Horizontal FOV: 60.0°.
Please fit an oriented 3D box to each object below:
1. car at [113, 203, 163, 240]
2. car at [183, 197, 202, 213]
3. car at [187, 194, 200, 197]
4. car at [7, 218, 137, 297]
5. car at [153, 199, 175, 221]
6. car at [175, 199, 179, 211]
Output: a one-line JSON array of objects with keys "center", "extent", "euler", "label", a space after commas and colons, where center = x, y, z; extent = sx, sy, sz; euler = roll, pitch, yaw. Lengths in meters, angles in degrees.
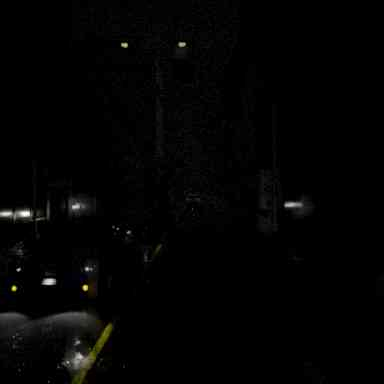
[{"center": [-2.816, 1.567, 17.291], "extent": [1.837, 1.490, 4.892], "euler": [0, 0, 0], "label": "car"}, {"center": [0.072, 1.621, 39.014], "extent": [1.837, 1.490, 4.892], "euler": [0, 0, 0], "label": "car"}, {"center": [0.093, 1.381, 49.525], "extent": [2.150, 2.045, 5.566], "euler": [0, 0, 0], "label": "car"}, {"center": [-2.840, 1.601, 8.586], "extent": [1.994, 1.385, 4.181], "euler": [0, 0, 0], "label": "car"}, {"center": [-2.760, 1.575, 28.023], "extent": [1.882, 1.535, 5.008], "euler": [0, 0, 0], "label": "car"}, {"center": [-2.668, 1.720, 43.608], "extent": [1.837, 1.490, 4.892], "euler": [0, 0, 0], "label": "car"}]
